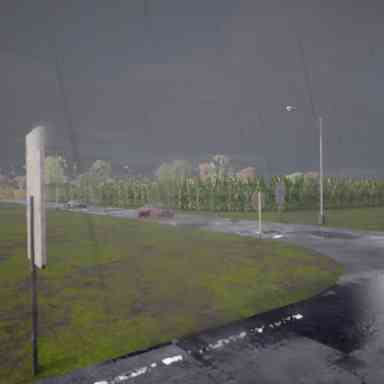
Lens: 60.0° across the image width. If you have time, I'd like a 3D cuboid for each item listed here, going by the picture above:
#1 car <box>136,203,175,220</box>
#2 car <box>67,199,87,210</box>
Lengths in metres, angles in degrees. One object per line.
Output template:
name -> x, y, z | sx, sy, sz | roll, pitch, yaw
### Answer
car -> -3.284, 1.651, 29.196 | 1.994, 1.385, 4.181 | -1, 0, -35
car -> -16.520, 1.737, 47.666 | 1.994, 1.385, 4.181 | -1, 0, -36
